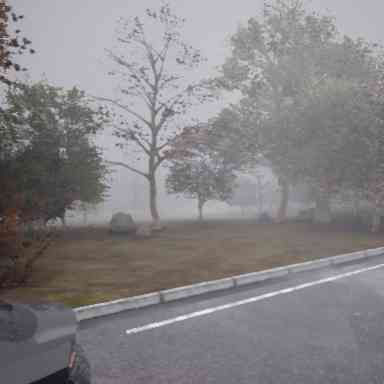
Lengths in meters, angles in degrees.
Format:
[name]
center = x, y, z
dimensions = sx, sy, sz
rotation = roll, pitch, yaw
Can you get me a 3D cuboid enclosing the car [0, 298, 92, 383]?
[car]
center = -3.088, 1.500, 1.821
dimensions = 4.892, 1.490, 1.837
rotation = 0, 0, -35
